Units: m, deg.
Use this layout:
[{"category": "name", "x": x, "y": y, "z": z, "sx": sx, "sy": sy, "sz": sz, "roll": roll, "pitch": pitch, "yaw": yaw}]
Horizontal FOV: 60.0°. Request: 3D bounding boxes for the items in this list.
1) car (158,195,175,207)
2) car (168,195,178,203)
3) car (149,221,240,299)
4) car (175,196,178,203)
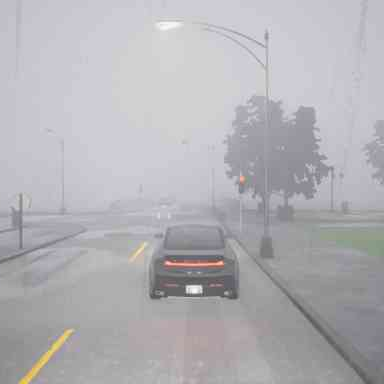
[{"category": "car", "x": -4.120, "y": 1.503, "z": 50.844, "sx": 1.837, "sy": 1.490, "sz": 4.892, "roll": 0, "pitch": 0, "yaw": 0}, {"category": "car", "x": -4.035, "y": 1.498, "z": 70.451, "sx": 1.837, "sy": 1.490, "sz": 4.892, "roll": 0, "pitch": 0, "yaw": 0}, {"category": "car", "x": 0.056, "y": 1.505, "z": 8.411, "sx": 1.837, "sy": 1.490, "sz": 4.892, "roll": 0, "pitch": 0, "yaw": 0}, {"category": "car", "x": -4.100, "y": 1.599, "z": 60.237, "sx": 1.895, "sy": 1.301, "sz": 4.718, "roll": 0, "pitch": 0, "yaw": 0}]
